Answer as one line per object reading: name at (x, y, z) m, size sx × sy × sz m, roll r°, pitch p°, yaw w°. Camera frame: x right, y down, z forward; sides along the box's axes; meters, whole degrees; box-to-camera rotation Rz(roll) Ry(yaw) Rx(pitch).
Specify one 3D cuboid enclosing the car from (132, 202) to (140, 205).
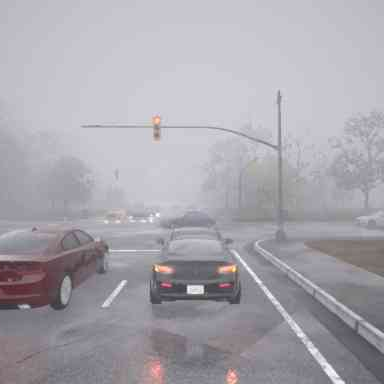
car at (-10.658, 3.098, 55.828) m, size 2.097 × 1.767 × 4.553 m, roll 0°, pitch -1°, yaw 0°

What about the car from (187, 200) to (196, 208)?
car at (-0.103, 3.294, 77.203) m, size 1.994 × 1.385 × 4.181 m, roll 0°, pitch 0°, yaw 0°

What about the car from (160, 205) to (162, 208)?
car at (-7.110, 3.301, 66.630) m, size 2.128 × 1.511 × 4.902 m, roll 0°, pitch 0°, yaw 0°

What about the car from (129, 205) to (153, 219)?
car at (-7.149, 3.029, 47.103) m, size 1.882 × 1.535 × 5.008 m, roll 0°, pitch -2°, yaw 1°

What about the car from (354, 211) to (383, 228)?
car at (16.532, 2.341, 28.752) m, size 4.674 × 1.442 × 1.812 m, roll 0°, pitch -2°, yaw -3°

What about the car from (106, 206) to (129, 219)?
car at (-10.660, 3.026, 46.969) m, size 1.882 × 1.535 × 5.008 m, roll 0°, pitch -2°, yaw 0°

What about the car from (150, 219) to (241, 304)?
car at (0.070, 1.605, 8.191) m, size 1.812 × 1.442 × 4.674 m, roll 0°, pitch -1°, yaw 0°

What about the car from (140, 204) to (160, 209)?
car at (-7.160, 3.248, 56.573) m, size 2.128 × 1.511 × 4.902 m, roll 0°, pitch -1°, yaw 0°

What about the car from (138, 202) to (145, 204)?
car at (-10.610, 3.031, 66.488) m, size 2.150 × 2.045 × 5.566 m, roll 0°, pitch 0°, yaw 0°

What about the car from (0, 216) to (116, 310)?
car at (-3.428, 1.555, 8.048) m, size 1.882 × 1.535 × 5.008 m, roll 0°, pitch -1°, yaw 0°

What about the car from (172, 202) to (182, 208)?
car at (-3.602, 3.346, 76.903) m, size 1.895 × 1.301 × 4.718 m, roll 0°, pitch 0°, yaw 0°

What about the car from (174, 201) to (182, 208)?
car at (-3.717, 3.215, 86.815) m, size 1.812 × 1.442 × 4.674 m, roll 0°, pitch 0°, yaw -3°

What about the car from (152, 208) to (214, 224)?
car at (-0.384, 2.225, 26.069) m, size 4.674 × 1.442 × 1.812 m, roll 1°, pitch -3°, yaw -28°

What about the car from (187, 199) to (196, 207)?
car at (-0.208, 2.882, 86.937) m, size 2.097 × 1.767 × 4.553 m, roll 0°, pitch 0°, yaw -3°
